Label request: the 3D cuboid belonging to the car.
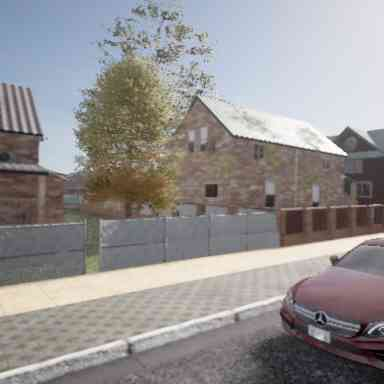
[{"bbox_3d":[3.497,1.521,5.508,4.674,1.442,1.812,0,0,-35],"label":"car"}]
